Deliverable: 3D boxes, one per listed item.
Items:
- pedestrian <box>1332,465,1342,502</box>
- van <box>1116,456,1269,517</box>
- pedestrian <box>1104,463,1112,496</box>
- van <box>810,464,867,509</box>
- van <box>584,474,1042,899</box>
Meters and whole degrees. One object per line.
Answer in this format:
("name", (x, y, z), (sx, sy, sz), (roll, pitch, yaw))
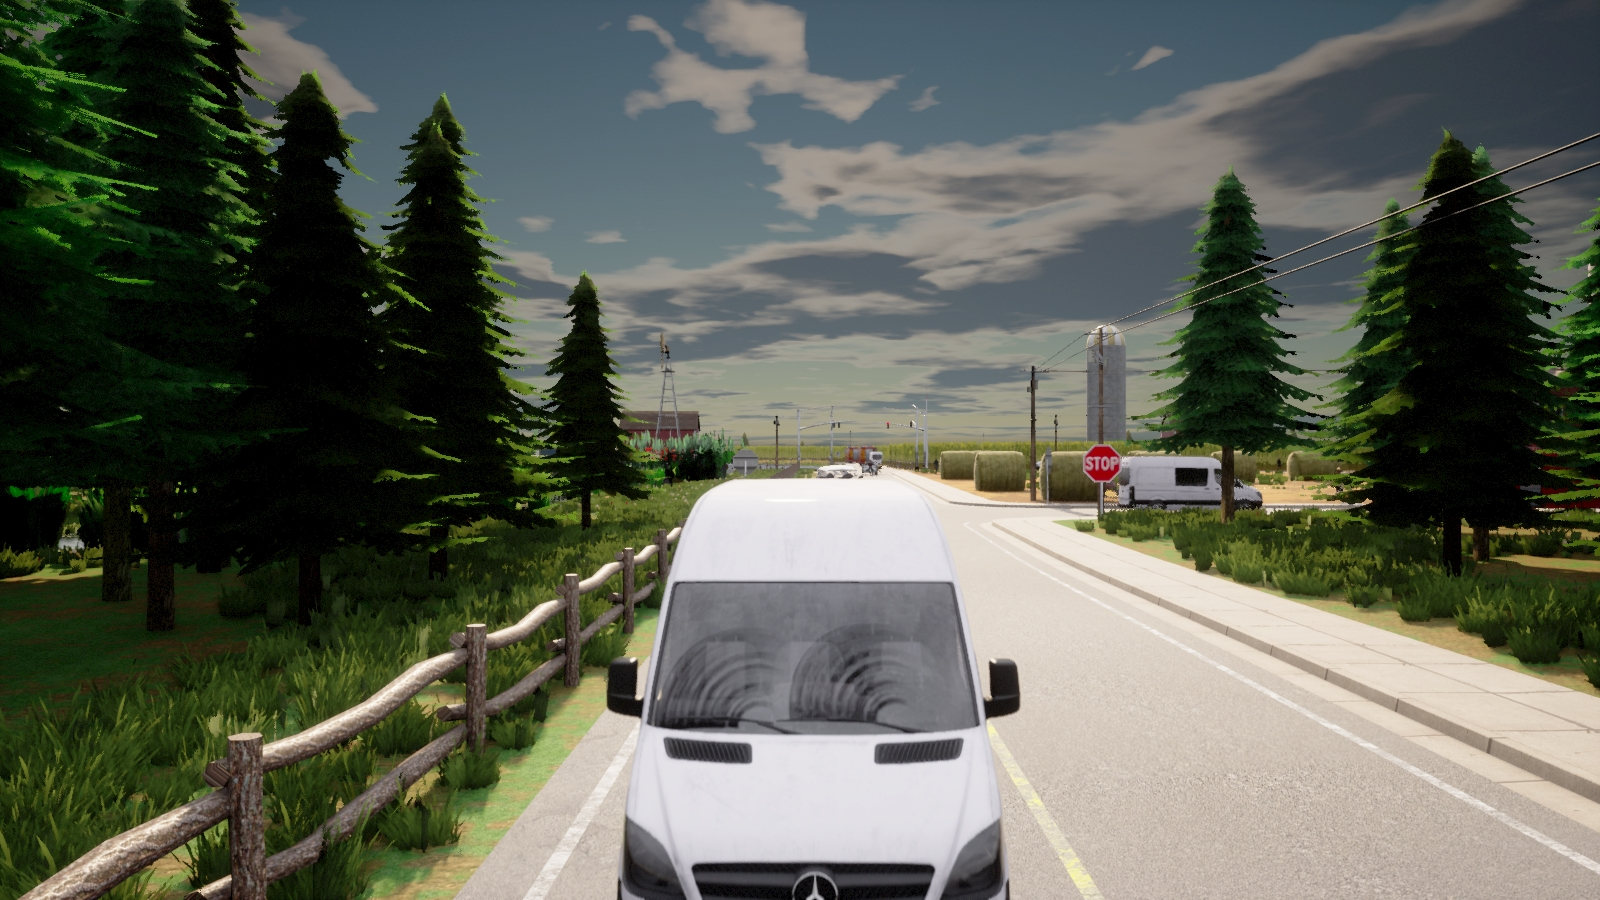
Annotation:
("pedestrian", (27.233, 1.692, 57.939), (0.375, 1.860, 0.375), (0, 0, 6))
("van", (16.773, 1.534, 49.018), (5.915, 2.561, 1.988), (0, 0, 0))
("pedestrian", (17.340, 1.680, 64.396), (0.375, 1.860, 0.375), (0, 0, 23))
("van", (1.840, 1.751, 56.064), (2.069, 2.038, 4.480), (-1, 0, -7))
("van", (0.091, 1.508, 7.922), (1.988, 2.561, 5.915), (0, 0, 1))
